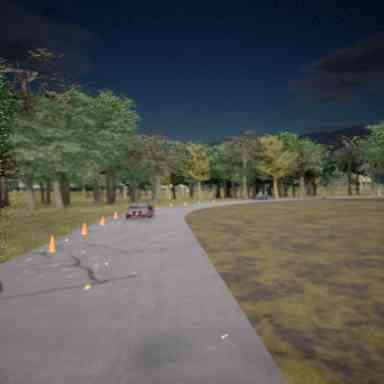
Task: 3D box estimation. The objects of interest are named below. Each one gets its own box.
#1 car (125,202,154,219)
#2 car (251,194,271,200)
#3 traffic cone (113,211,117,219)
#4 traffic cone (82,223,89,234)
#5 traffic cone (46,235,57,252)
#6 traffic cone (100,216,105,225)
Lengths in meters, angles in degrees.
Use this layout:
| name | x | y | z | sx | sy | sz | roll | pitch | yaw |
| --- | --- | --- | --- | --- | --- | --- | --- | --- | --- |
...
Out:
| name | x | y | z | sx | sy | sz | roll | pitch | yaw |
| --- | --- | --- | --- | --- | --- | --- | --- | --- | --- |
| car | -4.297 | 1.506 | 27.875 | 1.994 | 1.385 | 4.181 | 0 | 0 | 0 |
| car | 15.075 | 1.082 | 72.686 | 5.357 | 1.411 | 2.033 | -1 | 1 | -43 |
| traffic cone | -6.366 | 1.911 | 27.761 | 0.340 | 0.580 | 0.340 | 0 | 0 | -1 |
| traffic cone | -5.694 | 1.935 | 17.632 | 0.340 | 0.580 | 0.340 | 0 | 0 | -4 |
| traffic cone | -5.308 | 1.946 | 12.647 | 0.340 | 0.580 | 0.340 | 0 | 0 | -4 |
| traffic cone | -6.081 | 1.924 | 22.617 | 0.340 | 0.580 | 0.340 | 0 | 0 | -4 |
